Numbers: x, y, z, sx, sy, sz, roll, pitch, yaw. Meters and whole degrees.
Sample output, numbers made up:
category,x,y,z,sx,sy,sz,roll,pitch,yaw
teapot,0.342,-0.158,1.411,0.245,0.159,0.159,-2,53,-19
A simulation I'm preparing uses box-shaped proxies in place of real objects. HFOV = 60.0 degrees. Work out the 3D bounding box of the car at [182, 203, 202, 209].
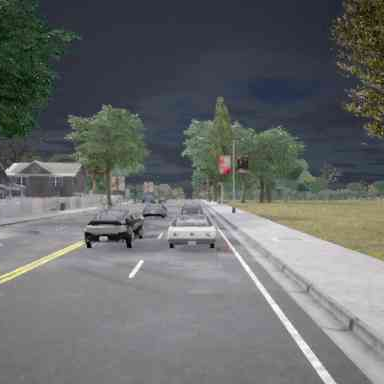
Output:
category,x,y,z,sx,sy,sz,roll,pitch,yaw
car,0.000,1.655,29.695,1.895,1.301,4.718,0,0,0

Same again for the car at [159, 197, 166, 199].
category,x,y,z,sx,sy,sz,roll,pitch,yaw
car,-6.500,1.798,73.362,2.033,1.411,5.357,0,0,0

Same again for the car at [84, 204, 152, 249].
category,x,y,z,sx,sy,sz,roll,pitch,yaw
car,-3.250,1.504,14.658,2.128,1.511,4.902,0,0,0

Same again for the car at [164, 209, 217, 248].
category,x,y,z,sx,sy,sz,roll,pitch,yaw
car,0.000,1.625,14.687,1.895,1.301,4.718,0,0,0

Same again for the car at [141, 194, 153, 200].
category,x,y,z,sx,sy,sz,roll,pitch,yaw
car,-9.750,1.495,73.058,2.150,2.045,5.566,0,0,0

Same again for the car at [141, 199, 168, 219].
category,x,y,z,sx,sy,sz,roll,pitch,yaw
car,-3.250,1.611,29.664,1.994,1.385,4.181,0,0,0
